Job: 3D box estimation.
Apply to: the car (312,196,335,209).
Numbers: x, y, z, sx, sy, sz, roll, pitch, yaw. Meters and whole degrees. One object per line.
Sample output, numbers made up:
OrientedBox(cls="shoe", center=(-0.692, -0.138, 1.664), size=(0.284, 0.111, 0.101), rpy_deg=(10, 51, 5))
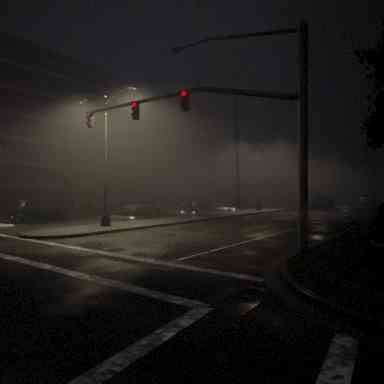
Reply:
OrientedBox(cls="car", center=(17.771, 1.352, 44.880), size=(2.097, 1.767, 4.553), rpy_deg=(0, 0, 36))

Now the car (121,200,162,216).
OrientedBox(cls="car", center=(-4.958, 1.524, 33.458), size=(1.812, 1.442, 4.674), rpy_deg=(0, 0, 36))

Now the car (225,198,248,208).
OrientedBox(cls="car", center=(6.616, 1.564, 49.394), size=(1.994, 1.385, 4.181), rpy_deg=(0, 0, 35))

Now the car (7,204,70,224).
OrientedBox(cls="car", center=(-11.305, 1.565, 24.706), size=(1.994, 1.385, 4.181), rpy_deg=(0, 0, 36))

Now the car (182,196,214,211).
OrientedBox(cls="car", center=(0.779, 1.352, 41.364), size=(2.097, 1.767, 4.553), rpy_deg=(0, 0, 36))

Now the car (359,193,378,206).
OrientedBox(cls="car", center=(28.732, 1.221, 54.038), size=(2.150, 2.045, 5.566), rpy_deg=(0, 0, 36))
